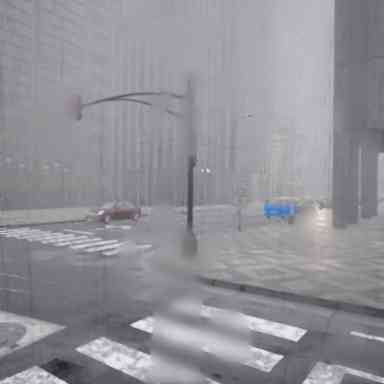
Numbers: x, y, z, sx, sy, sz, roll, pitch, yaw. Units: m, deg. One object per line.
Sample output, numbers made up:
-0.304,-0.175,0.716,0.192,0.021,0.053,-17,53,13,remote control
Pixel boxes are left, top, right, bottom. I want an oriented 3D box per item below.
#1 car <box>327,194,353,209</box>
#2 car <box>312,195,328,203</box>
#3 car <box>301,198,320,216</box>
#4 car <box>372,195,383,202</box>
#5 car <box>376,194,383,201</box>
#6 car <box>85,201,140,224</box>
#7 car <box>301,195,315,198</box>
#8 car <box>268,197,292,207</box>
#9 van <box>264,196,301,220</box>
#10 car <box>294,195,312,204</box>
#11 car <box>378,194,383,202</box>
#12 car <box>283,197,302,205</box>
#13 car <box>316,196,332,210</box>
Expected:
20.351,1.287,45.667,2.192,1.841,5.009,1,0,36,car
26.301,1.419,68.266,2.008,1.369,4.403,1,0,36,car
10.722,1.584,32.488,1.802,1.307,4.206,1,1,36,car
42.818,1.500,76.424,1.887,1.381,4.507,1,0,36,car
46.028,1.394,80.817,1.967,1.590,4.097,1,0,36,car
-5.792,1.390,24.333,1.967,1.590,4.097,1,1,36,car
17.202,1.508,51.128,1.895,1.301,4.718,1,0,36,car
13.463,1.423,50.693,1.887,1.381,4.507,1,1,36,car
7.514,1.357,28.092,1.690,1.788,3.998,1,1,36,van
19.882,1.313,59.479,1.967,1.590,4.097,1,0,36,car
39.608,1.523,72.031,1.947,1.339,4.313,1,0,36,car
16.672,1.458,55.086,1.802,1.307,4.206,1,0,36,car
17.140,1.418,41.273,1.967,1.590,4.097,1,1,36,car
